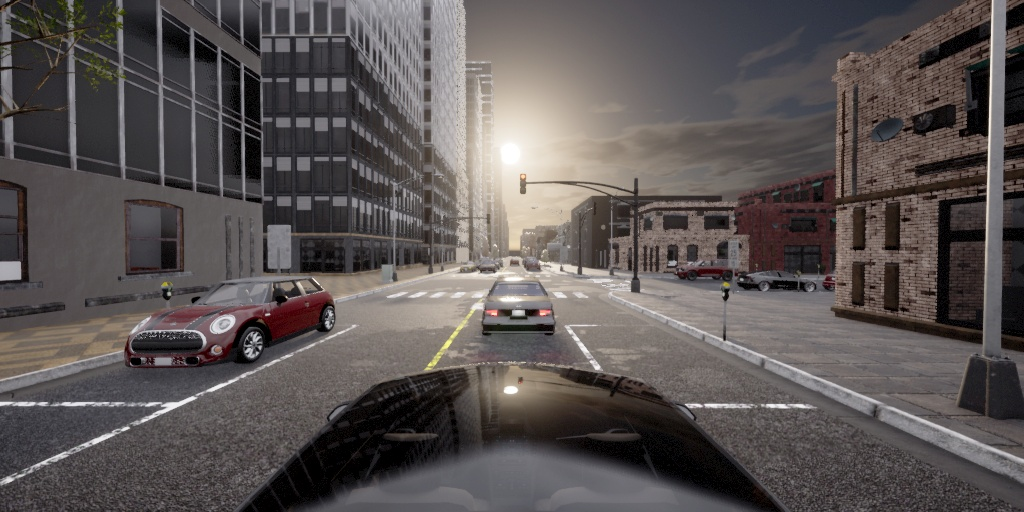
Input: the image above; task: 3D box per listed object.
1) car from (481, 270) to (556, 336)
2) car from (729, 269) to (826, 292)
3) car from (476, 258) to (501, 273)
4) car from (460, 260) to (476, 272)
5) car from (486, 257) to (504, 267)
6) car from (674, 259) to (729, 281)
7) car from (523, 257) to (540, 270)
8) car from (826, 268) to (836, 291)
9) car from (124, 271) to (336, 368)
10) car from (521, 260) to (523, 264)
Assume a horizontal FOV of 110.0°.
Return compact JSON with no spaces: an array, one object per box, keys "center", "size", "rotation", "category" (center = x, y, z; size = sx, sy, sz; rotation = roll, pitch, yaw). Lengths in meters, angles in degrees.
[{"center":[0.157,1.295,10.385],"size":[2.033,1.411,5.357],"rotation":[0,0,0],"category":"car"},{"center":[16.549,1.546,22.548],"size":[4.313,1.339,1.948],"rotation":[0,0,1],"category":"car"},{"center":[-2.816,1.287,43.613],"size":[2.033,1.411,5.357],"rotation":[0,0,0],"category":"car"},{"center":[-5.536,1.265,45.599],"size":[1.751,1.417,4.829],"rotation":[0,0,0],"category":"car"},{"center":[-2.750,1.286,53.756],"size":[2.033,1.411,5.357],"rotation":[0,0,0],"category":"car"},{"center":[16.712,1.164,30.925],"size":[5.009,1.841,2.192],"rotation":[0,0,1],"category":"car"},{"center":[3.021,1.178,51.301],"size":[1.967,1.591,4.097],"rotation":[0,0,0],"category":"car"},{"center":[22.096,1.473,22.439],"size":[4.097,1.591,1.967],"rotation":[0,0,1],"category":"car"},{"center":[-5.653,1.188,7.822],"size":[1.967,1.591,4.097],"rotation":[0,0,0],"category":"car"},{"center":[3.097,1.052,62.589],"size":[2.192,1.841,5.009],"rotation":[0,0,0],"category":"car"}]
